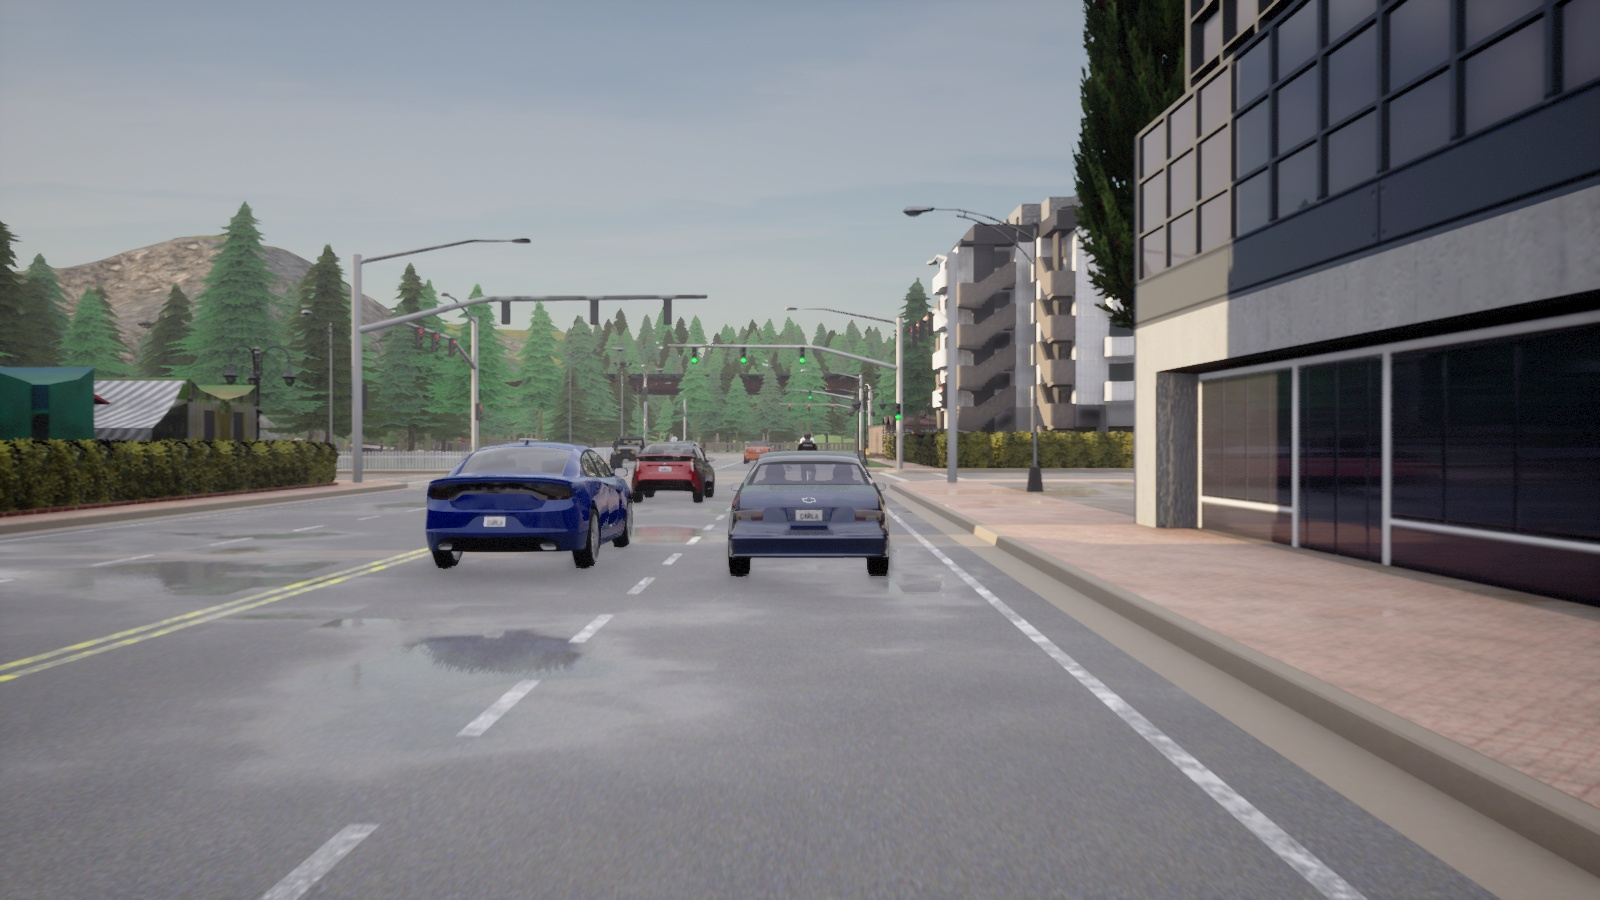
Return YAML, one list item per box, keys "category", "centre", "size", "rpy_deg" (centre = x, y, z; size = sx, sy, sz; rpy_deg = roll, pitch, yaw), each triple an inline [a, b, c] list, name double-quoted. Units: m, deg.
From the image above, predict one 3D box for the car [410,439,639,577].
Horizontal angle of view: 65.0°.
- category: "car"
  centre: [-3.391, 0.628, 16.488]
  size: [1.882, 1.535, 5.008]
  rpy_deg: [0, 0, 0]

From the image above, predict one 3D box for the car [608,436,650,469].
- category: "car"
  centre: [-10.062, 0.116, 74.131]
  size: [1.905, 1.878, 3.866]
  rpy_deg: [0, 0, 0]

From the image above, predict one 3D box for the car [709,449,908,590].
- category: "car"
  centre: [0.104, 0.707, 15.487]
  size: [2.033, 1.411, 5.357]
  rpy_deg: [0, 0, 0]

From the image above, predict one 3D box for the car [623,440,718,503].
- category: "car"
  centre: [-3.297, 0.506, 32.813]
  size: [2.007, 1.525, 4.514]
  rpy_deg: [0, 0, 0]

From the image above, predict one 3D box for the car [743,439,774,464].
- category: "car"
  centre: [-2.963, 0.088, 91.345]
  size: [2.097, 1.767, 4.553]
  rpy_deg: [0, 0, 0]
